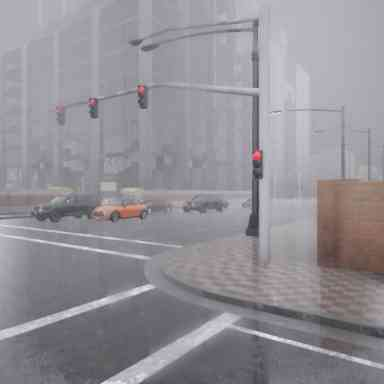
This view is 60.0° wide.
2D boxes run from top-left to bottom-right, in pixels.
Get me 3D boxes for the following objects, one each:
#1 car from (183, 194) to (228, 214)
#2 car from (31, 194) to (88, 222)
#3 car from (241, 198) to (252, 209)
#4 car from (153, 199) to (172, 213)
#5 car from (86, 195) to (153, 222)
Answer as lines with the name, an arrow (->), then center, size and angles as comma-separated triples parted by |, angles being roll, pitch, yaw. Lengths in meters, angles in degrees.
car -> 1.287, 1.226, 36.008 | 2.150, 2.045, 5.566 | 0, 0, 36
car -> -9.837, 1.226, 26.595 | 2.150, 2.045, 5.566 | 0, 0, 36
car -> 8.532, 1.531, 45.988 | 1.812, 1.442, 4.674 | 0, 1, 36
car -> -4.047, 1.510, 34.605 | 1.837, 1.490, 4.892 | 0, 0, 36
car -> -5.669, 1.356, 26.384 | 2.097, 1.767, 4.553 | 0, 0, 36
